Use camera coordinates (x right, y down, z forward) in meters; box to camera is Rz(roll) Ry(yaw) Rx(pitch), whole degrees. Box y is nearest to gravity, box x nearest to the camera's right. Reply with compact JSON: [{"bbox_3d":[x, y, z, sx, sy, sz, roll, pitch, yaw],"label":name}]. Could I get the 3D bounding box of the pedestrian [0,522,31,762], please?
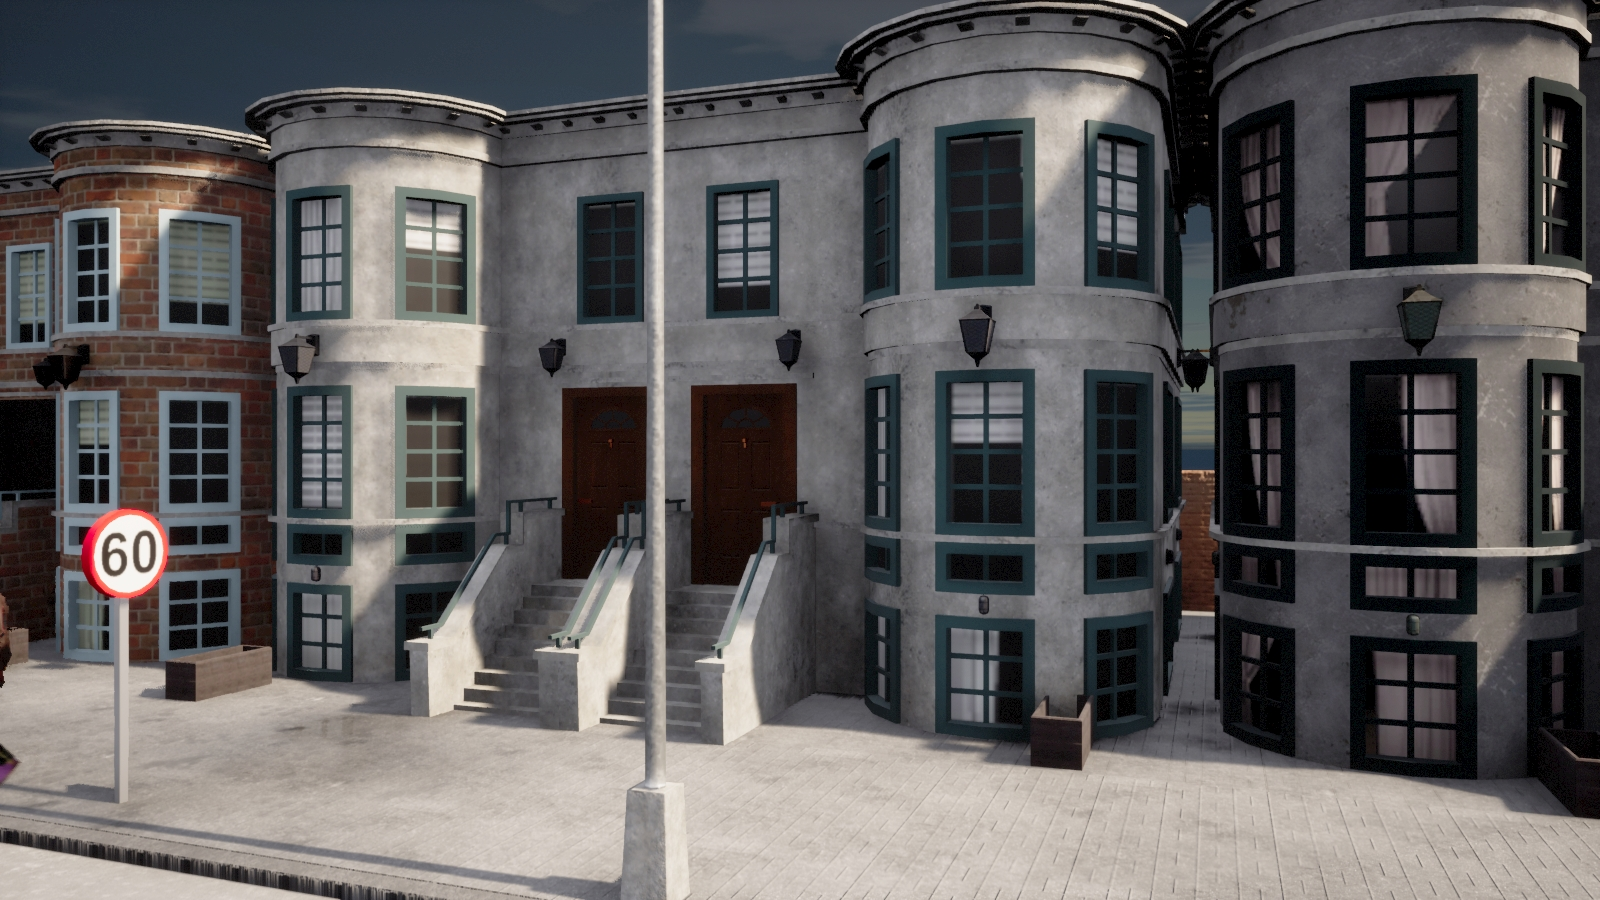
[{"bbox_3d":[-6.406,1.524,9.132,0.375,1.860,0.375,0,0,-43],"label":"pedestrian"}]
